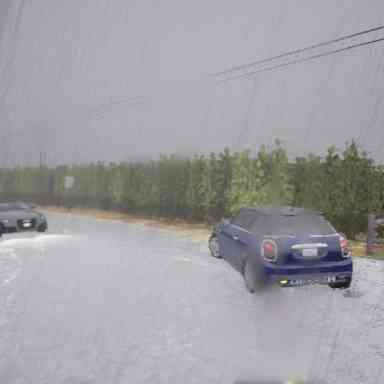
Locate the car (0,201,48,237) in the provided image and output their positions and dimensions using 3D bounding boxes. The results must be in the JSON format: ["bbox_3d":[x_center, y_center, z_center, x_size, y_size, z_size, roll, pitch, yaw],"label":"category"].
[{"bbox_3d":[-8.147,1.100,14.922,4.181,1.385,1.994,2,3,44],"label":"car"}]

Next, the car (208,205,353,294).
[{"bbox_3d":[1.918,1.106,8.498,2.097,1.767,4.553,-1,2,-9],"label":"car"}]
